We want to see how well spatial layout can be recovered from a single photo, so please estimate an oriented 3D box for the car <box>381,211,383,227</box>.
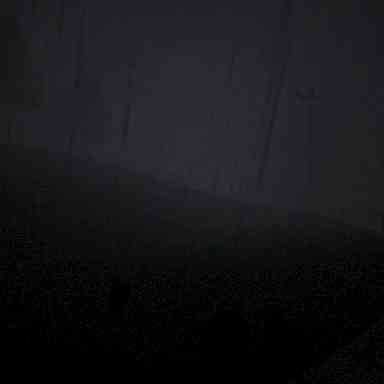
[{"bbox_3d":[13.821,1.456,20.694,2.150,2.045,5.566,0,0,11],"label":"car"}]
